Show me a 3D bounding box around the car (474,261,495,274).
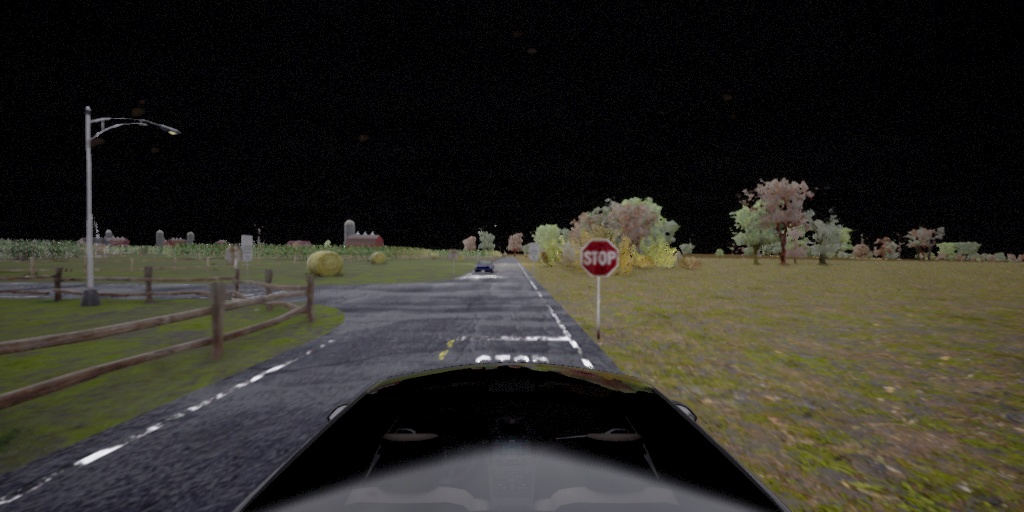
[{"bbox_3d":[-2.748,1.130,36.347,1.895,1.301,4.718,0,1,0],"label":"car"}]
